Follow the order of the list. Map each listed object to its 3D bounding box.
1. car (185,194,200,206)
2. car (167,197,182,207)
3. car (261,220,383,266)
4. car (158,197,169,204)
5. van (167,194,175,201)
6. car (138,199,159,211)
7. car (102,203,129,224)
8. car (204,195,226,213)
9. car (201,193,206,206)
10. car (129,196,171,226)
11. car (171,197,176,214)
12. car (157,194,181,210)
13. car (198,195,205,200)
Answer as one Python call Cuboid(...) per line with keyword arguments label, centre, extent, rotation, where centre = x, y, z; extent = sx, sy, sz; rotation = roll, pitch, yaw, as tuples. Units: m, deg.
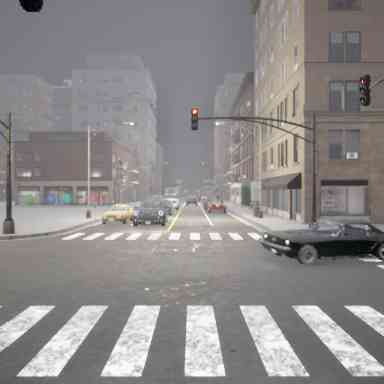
Cuboid(label="car", centre=(-0.026, 1.508, 54.759), extent=(1.837, 1.490, 4.892), rotation=(0, 0, 0))
Cuboid(label="car", centre=(-2.823, 1.550, 53.978), extent=(2.033, 1.411, 5.357), rotation=(0, 0, 1))
Cuboid(label="car", centre=(4.825, 1.625, 11.384), extent=(4.718, 1.301, 1.895), rotation=(0, 0, -14))
Cuboid(label="car", centre=(-5.419, 1.586, 64.448), extent=(1.802, 1.307, 4.206), rotation=(0, 0, 0))
Cuboid(label="van", centre=(-5.430, 1.349, 87.096), extent=(1.690, 1.788, 3.998), rotation=(0, 0, 0))
Cuboid(label="car", centre=(-5.408, 1.552, 41.801), extent=(2.008, 1.369, 4.403), rotation=(0, 0, 0))
Cuboid(label="car", centre=(-5.400, 1.526, 24.645), extent=(1.752, 1.417, 4.829), rotation=(0, 0, 0))
Cuboid(label="car", centre=(2.620, 1.441, 36.142), extent=(1.967, 1.590, 4.097), rotation=(0, 0, 0))
Cuboid(label="car", centre=(2.617, 1.317, 41.804), extent=(2.192, 1.841, 5.009), rotation=(0, 0, 0))
Cuboid(label="car", centre=(-2.813, 1.352, 23.137), extent=(2.097, 1.767, 4.553), rotation=(0, 0, -1))
Cuboid(label="car", centre=(-2.855, 1.504, 32.323), extent=(1.837, 1.490, 4.892), rotation=(0, 0, 0))
Cuboid(label="car", centre=(-2.819, 1.223, 43.335), extent=(2.150, 2.045, 5.566), rotation=(0, 0, 0))
Cuboid(label="car", centre=(2.592, 1.575, 92.761), extent=(1.947, 1.339, 4.313), rotation=(0, 0, 0))
